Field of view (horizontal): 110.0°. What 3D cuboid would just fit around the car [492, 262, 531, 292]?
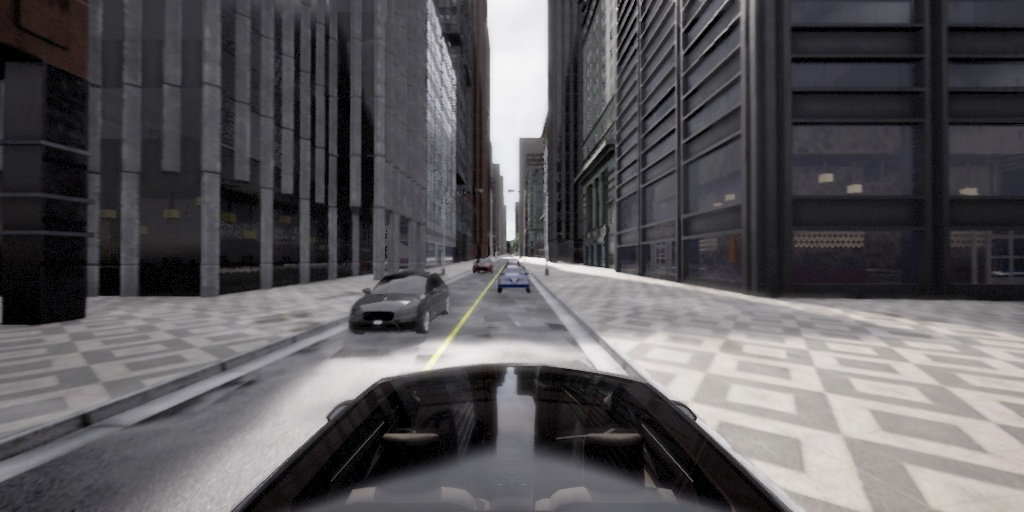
[{"bbox_3d":[0.120,1.256,20.938,2.033,1.411,5.357,0,0,0],"label":"car"}]

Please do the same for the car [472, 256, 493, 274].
[{"bbox_3d":[-3.070,0.989,38.778,2.097,1.767,4.553,0,0,0],"label":"car"}]

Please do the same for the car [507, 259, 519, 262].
[{"bbox_3d":[0.119,1.115,42.118,2.128,1.511,4.902,0,0,0],"label":"car"}]

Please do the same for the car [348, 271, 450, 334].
[{"bbox_3d":[-3.047,1.238,10.617,1.837,1.490,4.892,0,1,0],"label":"car"}]
